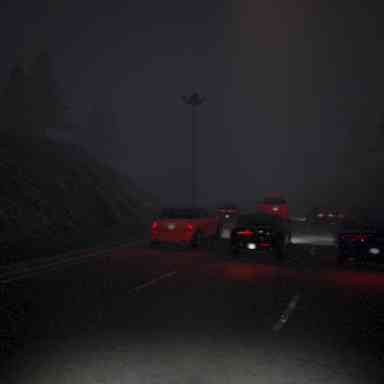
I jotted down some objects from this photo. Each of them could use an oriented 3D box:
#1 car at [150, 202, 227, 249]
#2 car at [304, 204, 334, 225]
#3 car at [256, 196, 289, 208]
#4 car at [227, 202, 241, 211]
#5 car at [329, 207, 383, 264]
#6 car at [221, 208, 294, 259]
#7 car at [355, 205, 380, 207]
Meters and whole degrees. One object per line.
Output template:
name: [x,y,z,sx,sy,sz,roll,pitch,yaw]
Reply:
car: [-0.094,1.423,15.333,2.097,1.767,4.553,0,0,21]
car: [9.614,1.606,24.564,2.033,1.411,5.357,0,0,10]
car: [6.332,1.308,26.274,2.150,2.045,5.566,0,0,9]
car: [3.060,1.618,28.144,1.837,1.490,4.892,0,0,8]
car: [5.987,1.498,11.614,1.882,1.535,5.008,0,0,21]
car: [2.766,1.545,12.960,1.837,1.490,4.892,0,-1,21]
car: [13.253,1.642,25.341,1.895,1.301,4.718,0,0,8]
